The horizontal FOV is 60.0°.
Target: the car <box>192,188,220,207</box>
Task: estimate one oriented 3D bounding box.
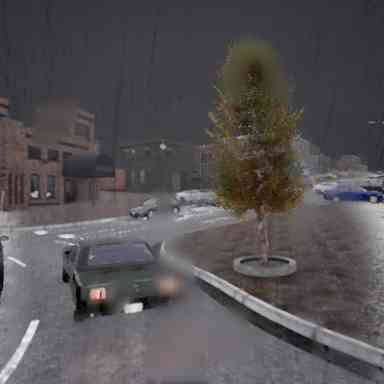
[{"bbox_3d":[2.421,0.490,34.022,2.097,1.767,4.553,-1,4,37],"label":"car"}]

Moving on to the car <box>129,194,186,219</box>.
[{"bbox_3d":[-2.933,1.265,26.903,1.837,1.490,4.892,-1,3,37],"label":"car"}]

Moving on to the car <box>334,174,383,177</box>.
[{"bbox_3d":[18.548,-0.549,35.510,5.566,2.045,2.435,-1,4,19],"label":"car"}]

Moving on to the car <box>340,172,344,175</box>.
[{"bbox_3d":[35.699,-4.212,86.490,5.566,2.045,2.435,-3,2,18],"label":"car"}]

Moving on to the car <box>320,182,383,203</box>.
[{"bbox_3d":[14.837,0.161,30.864,5.008,1.535,2.097,-1,4,19],"label":"car"}]

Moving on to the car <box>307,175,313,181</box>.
[{"bbox_3d":[21.509,-2.297,67.901,4.892,1.521,2.231,-3,3,17],"label":"car"}]

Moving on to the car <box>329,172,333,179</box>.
[{"bbox_3d":[30.394,-3.381,79.531,5.008,1.535,2.097,-3,3,18],"label":"car"}]

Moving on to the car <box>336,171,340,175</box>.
[{"bbox_3d":[33.780,-3.771,84.233,5.366,1.575,1.946,-3,3,18],"label":"car"}]

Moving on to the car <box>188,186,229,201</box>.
[{"bbox_3d":[2.110,0.198,42.140,4.792,1.488,2.163,-3,3,17],"label":"car"}]

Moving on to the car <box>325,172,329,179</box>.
[{"bbox_3d":[28.626,-3.300,77.191,4.553,1.767,2.185,-3,3,18],"label":"car"}]

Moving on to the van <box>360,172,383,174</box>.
[{"bbox_3d":[24.312,-1.219,42.474,4.442,1.987,1.878,-1,4,19],"label":"van"}]

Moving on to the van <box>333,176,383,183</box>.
[{"bbox_3d":[16.816,-0.296,33.141,4.442,1.987,1.878,-1,4,19],"label":"van"}]

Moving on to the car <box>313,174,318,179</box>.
[{"bbox_3d":[23.281,-2.523,70.232,5.008,1.535,2.097,-3,3,17],"label":"car"}]

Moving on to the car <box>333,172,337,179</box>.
[{"bbox_3d":[32.165,-3.580,81.858,5.008,1.535,2.097,-3,2,18],"label":"car"}]

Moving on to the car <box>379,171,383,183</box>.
[{"bbox_3d":[35.347,-2.629,56.651,5.566,2.045,2.435,-1,4,18],"label":"car"}]

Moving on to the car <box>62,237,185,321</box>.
[{"bbox_3d":[-1.898,1.684,7.607,1.895,1.301,4.718,0,-1,-25],"label":"car"}]

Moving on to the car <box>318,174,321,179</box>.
[{"bbox_3d":[25.072,-2.870,72.544,4.553,1.767,2.185,-3,3,18],"label":"car"}]

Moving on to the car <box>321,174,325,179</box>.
[{"bbox_3d":[26.830,-2.922,74.897,4.674,1.452,2.002,-3,2,18],"label":"car"}]

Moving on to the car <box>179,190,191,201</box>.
[{"bbox_3d":[0.319,0.435,39.792,4.674,1.452,2.002,-3,3,17],"label":"car"}]

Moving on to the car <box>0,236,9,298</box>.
[{"bbox_3d":[-5.660,1.593,8.102,2.128,1.511,4.902,0,-1,-30],"label":"car"}]

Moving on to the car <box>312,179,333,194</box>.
[{"bbox_3d":[17.006,-0.477,40.606,4.674,1.442,1.812,0,4,43],"label":"car"}]

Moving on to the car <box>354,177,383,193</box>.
[{"bbox_3d":[22.302,-0.885,40.189,4.553,1.767,2.185,-1,4,19],"label":"car"}]
